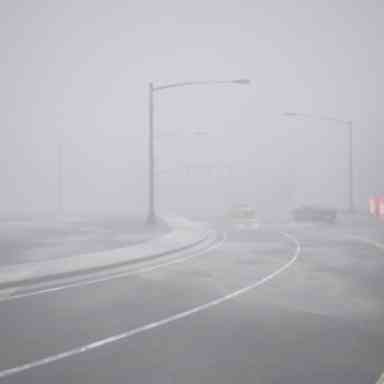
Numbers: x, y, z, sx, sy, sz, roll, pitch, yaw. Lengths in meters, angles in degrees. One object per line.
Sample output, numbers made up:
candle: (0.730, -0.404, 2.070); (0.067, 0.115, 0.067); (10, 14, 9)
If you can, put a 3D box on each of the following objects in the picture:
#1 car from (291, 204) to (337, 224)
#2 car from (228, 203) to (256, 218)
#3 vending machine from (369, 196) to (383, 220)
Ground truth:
car: (9.895, 1.741, 27.391); (1.882, 1.535, 5.008); (0, -1, -8)
car: (5.112, 1.859, 34.548); (1.882, 1.535, 5.008); (0, -1, -9)
vending machine: (16.908, 1.445, 30.276); (1.100, 2.100, 0.880); (0, -1, -9)
